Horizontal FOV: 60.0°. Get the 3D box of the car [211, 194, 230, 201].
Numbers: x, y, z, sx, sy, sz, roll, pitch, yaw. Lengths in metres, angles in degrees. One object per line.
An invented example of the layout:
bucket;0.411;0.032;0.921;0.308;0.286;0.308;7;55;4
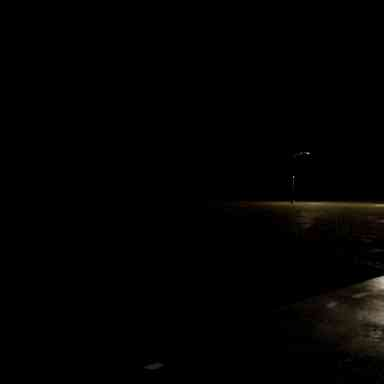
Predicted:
car;5.835;1.145;67.416;1.994;1.385;4.181;2;-1;-36
